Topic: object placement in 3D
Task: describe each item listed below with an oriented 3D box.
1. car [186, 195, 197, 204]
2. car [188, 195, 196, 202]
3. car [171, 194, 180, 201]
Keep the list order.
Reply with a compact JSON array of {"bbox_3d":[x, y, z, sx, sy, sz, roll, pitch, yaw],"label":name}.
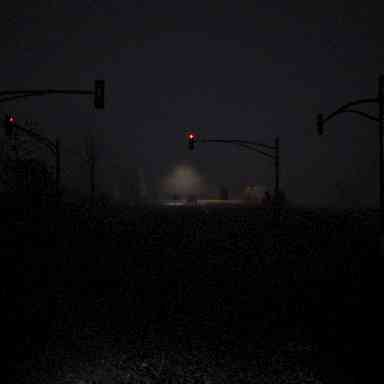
[{"bbox_3d":[-0.060,1.424,67.960,2.097,1.767,4.553,0,0,0],"label":"car"},{"bbox_3d":[-0.070,1.425,77.995,1.837,1.490,4.892,0,0,0],"label":"car"},{"bbox_3d":[-3.565,1.195,72.162,1.837,1.490,4.892,0,0,0],"label":"car"}]
